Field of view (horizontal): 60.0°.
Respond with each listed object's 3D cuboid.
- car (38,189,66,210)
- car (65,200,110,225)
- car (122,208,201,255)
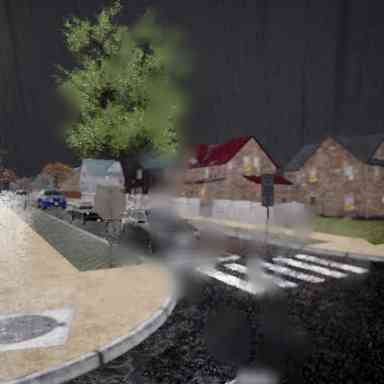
[{"bbox_3d":[-14.853,0.753,35.241,2.150,2.045,5.566,1,0,-32],"label":"car"},{"bbox_3d":[-6.838,1.368,22.325,1.895,1.301,4.718,1,1,-32],"label":"car"},{"bbox_3d":[-1.387,1.423,13.318,2.128,1.511,4.902,1,0,-28],"label":"car"}]
